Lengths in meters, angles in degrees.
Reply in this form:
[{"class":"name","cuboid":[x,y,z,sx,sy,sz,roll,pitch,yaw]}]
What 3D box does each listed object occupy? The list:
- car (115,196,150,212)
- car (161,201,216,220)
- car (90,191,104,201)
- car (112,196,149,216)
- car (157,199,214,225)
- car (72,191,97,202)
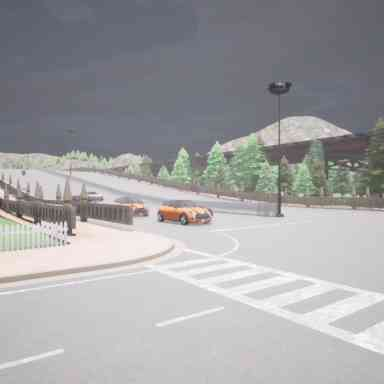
[{"class":"car","cuboid":[-6.869,1.301,38.100,1.837,1.490,4.892,0,2,-37]},{"class":"car","cuboid":[-0.429,1.538,29.618,2.033,1.411,5.357,0,0,-37]},{"class":"car","cuboid":[-14.326,0.571,48.017,1.895,1.301,4.718,0,5,-36]},{"class":"car","cuboid":[-5.815,1.322,30.920,2.097,1.767,4.553,0,1,-37]},{"class":"car","cuboid":[-0.606,1.351,24.069,2.097,1.767,4.553,0,0,-37]},{"class":"car","cuboid":[-14.045,0.992,41.793,1.895,1.301,4.718,0,4,-37]}]
